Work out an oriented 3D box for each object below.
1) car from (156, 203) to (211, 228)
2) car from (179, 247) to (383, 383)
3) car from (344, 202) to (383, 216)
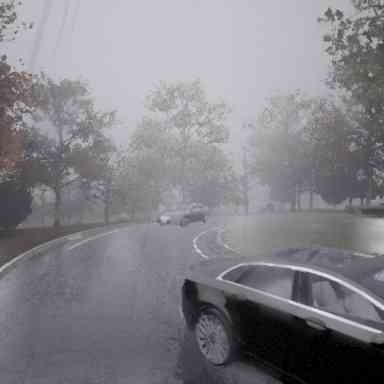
[{"bbox_3d":[-0.450,1.481,22.079,2.128,1.511,4.902,0,0,30],"label":"car"},{"bbox_3d":[1.833,1.487,3.773,2.128,1.511,4.902,-1,0,-39],"label":"car"},{"bbox_3d":[16.624,1.566,30.488,4.718,1.301,1.895,0,0,12],"label":"car"}]
